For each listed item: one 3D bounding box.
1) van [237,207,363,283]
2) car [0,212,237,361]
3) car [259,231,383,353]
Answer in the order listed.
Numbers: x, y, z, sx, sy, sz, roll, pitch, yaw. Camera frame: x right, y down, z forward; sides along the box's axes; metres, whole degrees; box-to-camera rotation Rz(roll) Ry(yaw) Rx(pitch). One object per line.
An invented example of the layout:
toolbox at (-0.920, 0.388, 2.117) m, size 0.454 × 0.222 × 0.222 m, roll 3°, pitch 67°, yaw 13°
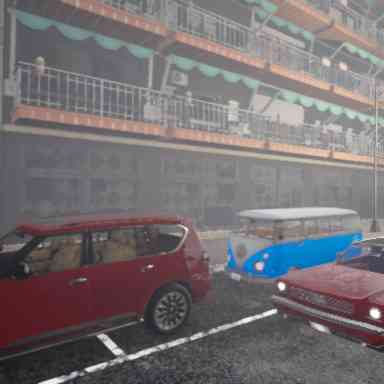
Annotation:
van at (2.671, 1.309, 8.444) m, size 3.998 × 1.788 × 1.690 m, roll 0°, pitch 1°, yaw -35°
car at (-1.955, 1.310, 5.142) m, size 5.009 × 1.841 × 2.192 m, roll 0°, pitch 1°, yaw -35°
car at (3.581, 1.572, 5.934) m, size 4.718 × 1.301 × 1.895 m, roll 0°, pitch 0°, yaw -36°
